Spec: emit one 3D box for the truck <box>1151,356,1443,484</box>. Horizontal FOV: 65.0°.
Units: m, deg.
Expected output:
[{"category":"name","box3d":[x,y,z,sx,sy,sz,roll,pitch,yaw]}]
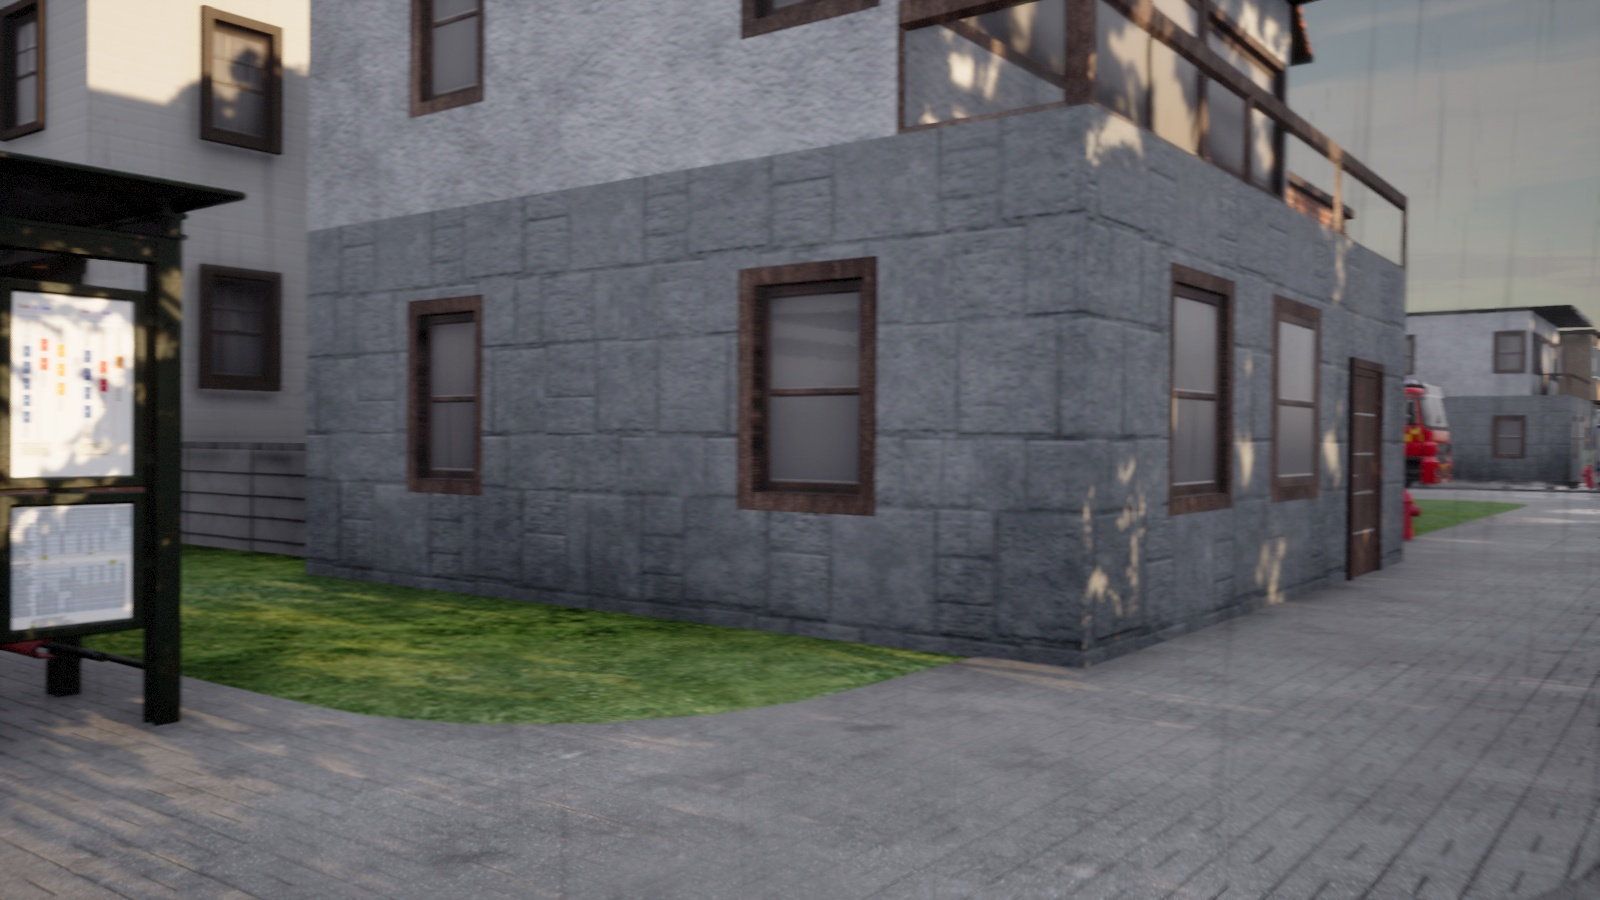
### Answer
[{"category":"truck","box3d":[16.245,-0.895,41.403,8.468,3.827,2.891,0,1,36]}]
